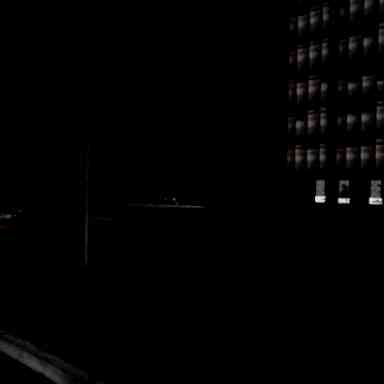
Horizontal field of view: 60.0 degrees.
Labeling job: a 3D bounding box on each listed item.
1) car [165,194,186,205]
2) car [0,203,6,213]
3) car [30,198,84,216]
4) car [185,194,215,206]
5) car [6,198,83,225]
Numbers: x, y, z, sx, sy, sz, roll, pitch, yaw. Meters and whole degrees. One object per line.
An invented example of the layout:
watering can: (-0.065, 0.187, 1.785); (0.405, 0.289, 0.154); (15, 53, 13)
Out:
car: (-1.989, 1.031, 49.640); (2.097, 1.767, 4.553); (2, 1, 39)
car: (-16.141, 1.262, 31.707); (1.994, 1.385, 4.181); (2, 1, 38)
car: (-12.509, 1.331, 31.069); (1.994, 1.385, 4.181); (2, 1, 38)
car: (1.595, 1.275, 48.935); (1.812, 1.442, 4.674); (2, 1, 39)
car: (-9.976, 1.391, 23.669); (1.882, 1.535, 5.008); (1, 1, 39)
